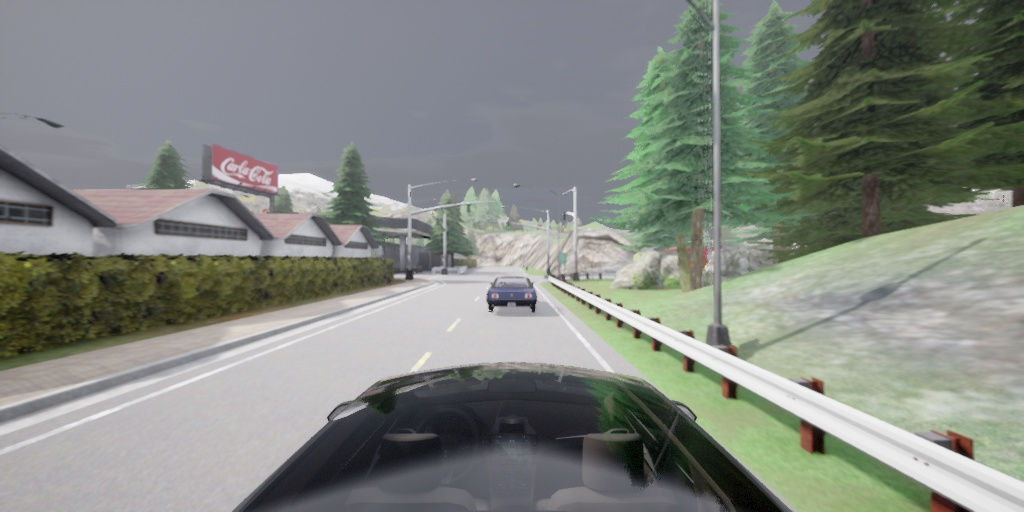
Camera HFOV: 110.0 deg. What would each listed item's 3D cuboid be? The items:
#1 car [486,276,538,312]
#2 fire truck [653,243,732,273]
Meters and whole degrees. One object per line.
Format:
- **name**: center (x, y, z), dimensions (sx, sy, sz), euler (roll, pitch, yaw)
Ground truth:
- **car**: center (0.012, 1.489, 15.080), dimensions (1.895, 1.301, 4.718), euler (0, -1, 0)
- **fire truck**: center (19.803, 0.560, 39.391), dimensions (8.468, 3.827, 2.891), euler (-1, 2, -1)
